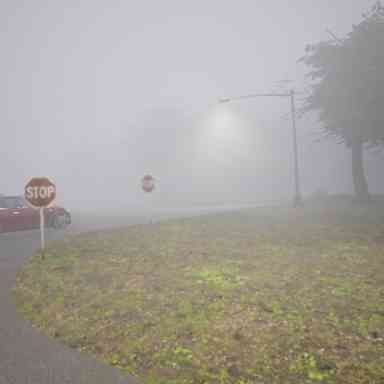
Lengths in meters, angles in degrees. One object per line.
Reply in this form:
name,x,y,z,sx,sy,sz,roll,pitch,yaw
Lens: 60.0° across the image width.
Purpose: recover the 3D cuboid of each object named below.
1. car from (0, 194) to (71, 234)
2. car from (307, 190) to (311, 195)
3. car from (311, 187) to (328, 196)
car,-7.605,0.942,14.432,2.097,1.767,4.553,-4,0,34
car,29.614,-0.009,81.480,1.895,1.301,4.718,-4,-1,34
car,25.329,-0.213,65.356,2.097,1.767,4.553,-4,-1,27
